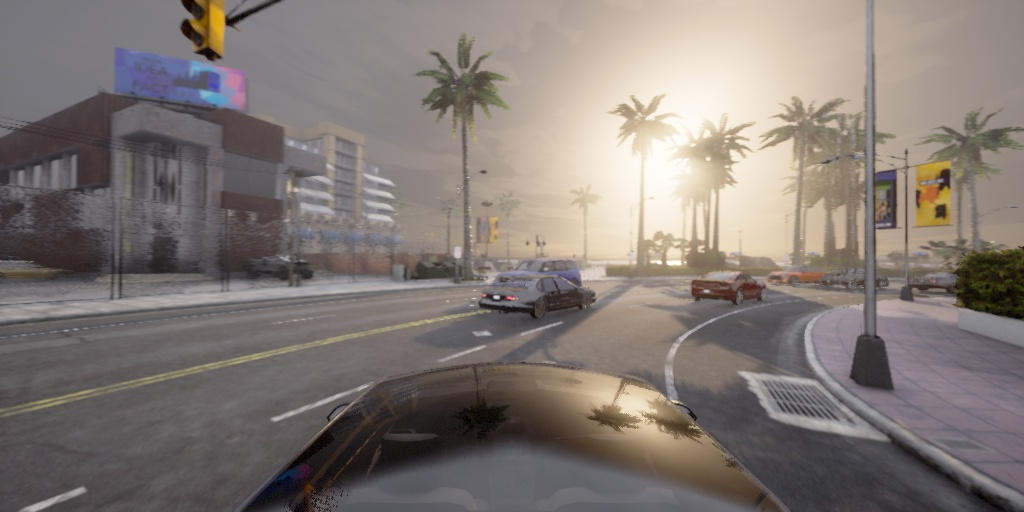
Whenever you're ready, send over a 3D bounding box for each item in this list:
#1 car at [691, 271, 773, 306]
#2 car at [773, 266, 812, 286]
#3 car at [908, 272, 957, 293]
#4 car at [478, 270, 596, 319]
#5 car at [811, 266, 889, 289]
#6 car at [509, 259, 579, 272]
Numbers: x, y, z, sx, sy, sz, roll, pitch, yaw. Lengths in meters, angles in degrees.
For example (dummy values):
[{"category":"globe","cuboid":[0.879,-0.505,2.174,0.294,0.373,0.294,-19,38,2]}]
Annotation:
[{"category":"car","cuboid":[10.775,1.486,17.710,5.008,1.535,1.882,1,-1,-37]},{"category":"car","cuboid":[24.732,1.622,31.180,4.553,1.767,2.097,1,-1,-10]},{"category":"car","cuboid":[30.816,1.811,24.999,5.357,1.411,2.033,1,-1,-5]},{"category":"car","cuboid":[1.154,1.427,13.542,2.033,1.411,5.357,0,-1,41]},{"category":"car","cuboid":[26.555,1.745,27.816,4.902,1.511,2.128,1,-1,-10]},{"category":"car","cuboid":[1.498,1.160,19.163,5.566,2.045,2.150,1,-1,-45]}]
